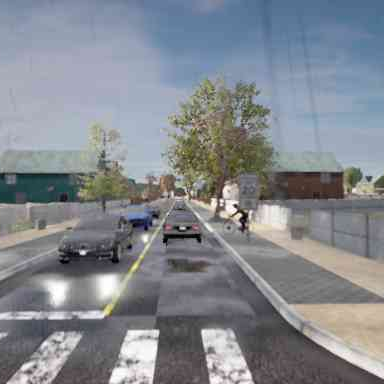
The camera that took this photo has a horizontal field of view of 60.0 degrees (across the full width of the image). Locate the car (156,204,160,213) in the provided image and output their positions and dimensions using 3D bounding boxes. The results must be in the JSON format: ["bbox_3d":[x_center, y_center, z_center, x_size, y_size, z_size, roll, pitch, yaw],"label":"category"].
[{"bbox_3d":[-4.026,1.847,31.967,1.895,1.301,4.718,0,-1,-2],"label":"car"}]

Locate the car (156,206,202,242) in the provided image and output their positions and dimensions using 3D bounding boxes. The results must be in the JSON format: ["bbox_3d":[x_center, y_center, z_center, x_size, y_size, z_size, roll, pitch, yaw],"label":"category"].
[{"bbox_3d":[-0.503,1.648,16.930,2.033,1.411,5.357,0,-1,-2],"label":"car"}]

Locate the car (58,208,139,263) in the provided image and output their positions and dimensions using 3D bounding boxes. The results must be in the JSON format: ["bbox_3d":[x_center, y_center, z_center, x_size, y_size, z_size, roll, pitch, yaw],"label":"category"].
[{"bbox_3d":[-3.291,1.559,12.190,1.837,1.490,4.892,0,0,-2],"label":"car"}]

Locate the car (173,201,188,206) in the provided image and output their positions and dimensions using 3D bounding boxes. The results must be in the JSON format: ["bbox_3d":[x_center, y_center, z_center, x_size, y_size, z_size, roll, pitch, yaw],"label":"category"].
[{"bbox_3d":[-1.496,1.897,42.837,2.033,1.411,5.357,0,-1,-2],"label":"car"}]

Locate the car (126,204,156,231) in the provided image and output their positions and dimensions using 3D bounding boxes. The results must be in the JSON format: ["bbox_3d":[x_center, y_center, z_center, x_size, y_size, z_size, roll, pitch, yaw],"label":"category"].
[{"bbox_3d":[-3.663,1.628,22.082,1.882,1.535,5.008,0,-1,-2],"label":"car"}]

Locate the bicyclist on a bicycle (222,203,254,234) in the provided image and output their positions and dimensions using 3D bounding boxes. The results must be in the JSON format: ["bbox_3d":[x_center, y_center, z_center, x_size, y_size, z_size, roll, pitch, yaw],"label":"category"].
[{"bbox_3d":[2.388,1.404,17.230,1.656,1.620,0.582,0,-1,-2],"label":"bicyclist on a bicycle"}]
